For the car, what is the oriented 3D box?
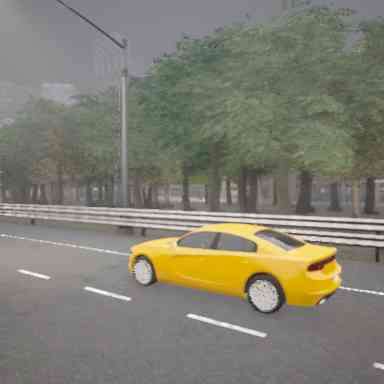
[{"bbox_3d":[0.689,1.478,7.681,5.008,1.535,1.882,0,0,35],"label":"car"}]
